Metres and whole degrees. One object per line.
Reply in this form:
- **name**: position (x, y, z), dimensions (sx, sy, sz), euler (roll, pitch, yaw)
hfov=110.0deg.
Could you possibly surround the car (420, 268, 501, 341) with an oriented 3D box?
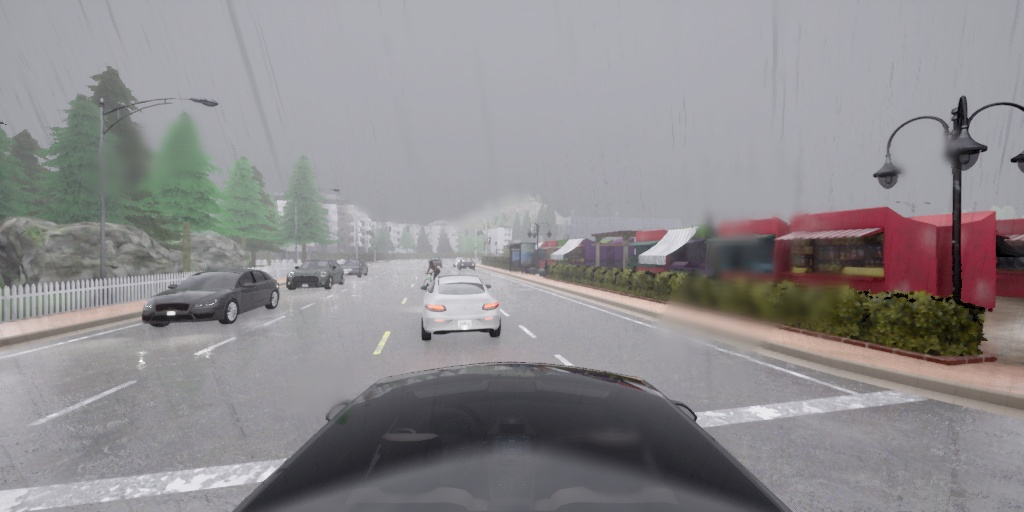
- **car**: position (-1.476, 1.225, 9.748), dimensions (1.812, 1.442, 4.674), euler (0, 0, -12)

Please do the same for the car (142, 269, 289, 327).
- **car**: position (-9.188, 1.189, 11.461), dimensions (1.837, 1.490, 4.892), euler (0, 0, -13)

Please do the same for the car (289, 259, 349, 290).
- **car**: position (-11.392, 0.964, 21.061), dimensions (2.097, 1.767, 4.553), euler (0, 0, -13)

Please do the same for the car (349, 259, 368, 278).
- **car**: position (-13.591, 1.032, 30.683), dimensions (2.128, 1.511, 4.902), euler (0, 0, -13)

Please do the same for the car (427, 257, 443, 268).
- **car**: position (-10.858, 0.895, 50.796), dimensions (1.837, 1.490, 4.892), euler (0, 0, -13)

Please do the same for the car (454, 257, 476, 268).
- **car**: position (-5.625, 1.045, 43.736), dimensions (1.895, 1.301, 4.718), euler (0, 0, -13)

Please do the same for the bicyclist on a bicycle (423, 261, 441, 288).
- **bicyclist on a bicycle**: position (-4.310, 1.078, 19.597), dimensions (0.582, 1.620, 1.656), euler (0, 1, 25)
